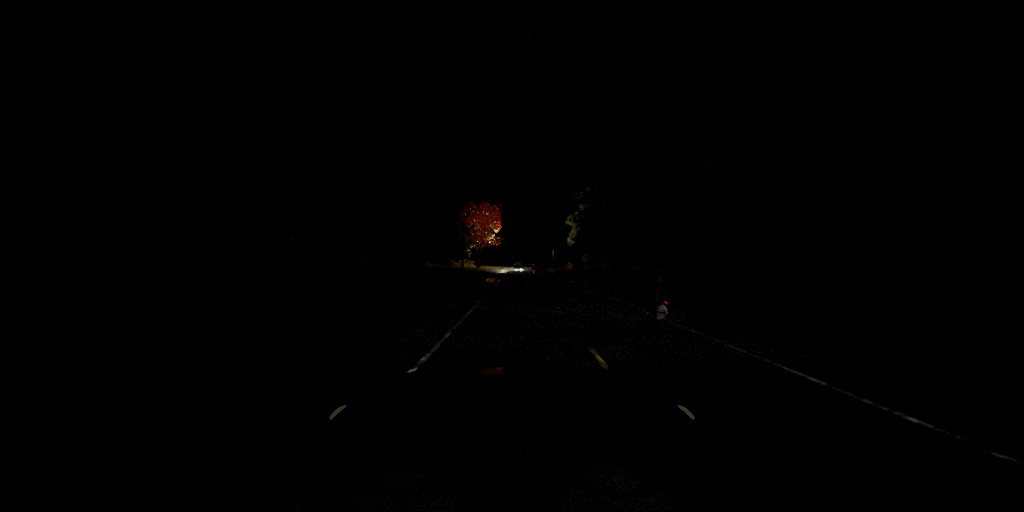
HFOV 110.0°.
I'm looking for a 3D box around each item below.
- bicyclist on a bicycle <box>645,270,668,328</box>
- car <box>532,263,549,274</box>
[{"bbox_3d":[4.589,1.328,11.479,0.659,1.776,1.843,1,0,1],"label":"bicyclist on a bicycle"},{"bbox_3d":[4.583,2.043,55.448,1.994,1.385,4.181,1,-1,1],"label":"car"}]
